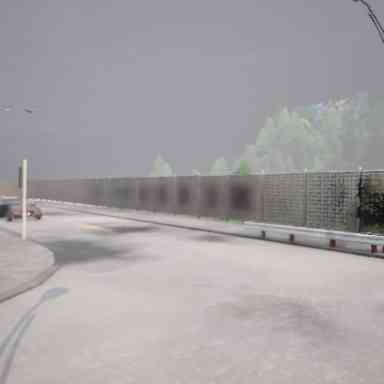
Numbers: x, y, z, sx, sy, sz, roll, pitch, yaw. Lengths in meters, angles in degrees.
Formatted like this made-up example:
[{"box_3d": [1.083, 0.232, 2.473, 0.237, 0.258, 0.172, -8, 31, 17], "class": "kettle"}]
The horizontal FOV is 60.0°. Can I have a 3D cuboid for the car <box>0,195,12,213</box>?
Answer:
[{"box_3d": [-17.803, 1.005, 29.601, 2.033, 1.411, 5.357, 0, 1, -41], "class": "car"}]

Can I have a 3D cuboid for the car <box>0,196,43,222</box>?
[{"box_3d": [-11.656, 1.178, 22.511, 1.994, 1.385, 4.181, 0, 1, -41], "class": "car"}]
